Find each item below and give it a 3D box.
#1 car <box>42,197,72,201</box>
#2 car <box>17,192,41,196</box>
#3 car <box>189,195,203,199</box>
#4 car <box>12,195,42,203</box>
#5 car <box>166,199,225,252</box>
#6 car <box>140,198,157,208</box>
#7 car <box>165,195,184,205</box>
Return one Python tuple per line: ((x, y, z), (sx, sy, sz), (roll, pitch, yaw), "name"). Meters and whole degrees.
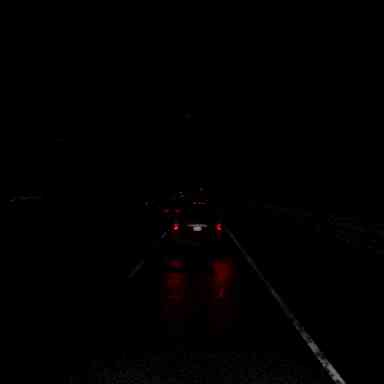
((-16.668, 1.339, 42.455), (1.882, 1.535, 5.008), (0, 0, 2), "car")
((-23.504, 1.026, 47.778), (2.150, 2.045, 5.566), (0, 0, 1), "car")
((0.965, 1.554, 46.215), (2.033, 1.411, 5.357), (0, 0, 1), "car")
((-20.189, 1.433, 41.722), (1.895, 1.301, 4.718), (0, 0, 2), "car")
((0.243, 1.353, 14.199), (2.097, 1.767, 4.553), (0, 0, 1), "car")
((-6.032, 1.513, 46.388), (1.994, 1.385, 4.181), (0, 0, 1), "car")
((-2.534, 1.504, 46.292), (1.812, 1.442, 4.674), (0, 0, 1), "car")
